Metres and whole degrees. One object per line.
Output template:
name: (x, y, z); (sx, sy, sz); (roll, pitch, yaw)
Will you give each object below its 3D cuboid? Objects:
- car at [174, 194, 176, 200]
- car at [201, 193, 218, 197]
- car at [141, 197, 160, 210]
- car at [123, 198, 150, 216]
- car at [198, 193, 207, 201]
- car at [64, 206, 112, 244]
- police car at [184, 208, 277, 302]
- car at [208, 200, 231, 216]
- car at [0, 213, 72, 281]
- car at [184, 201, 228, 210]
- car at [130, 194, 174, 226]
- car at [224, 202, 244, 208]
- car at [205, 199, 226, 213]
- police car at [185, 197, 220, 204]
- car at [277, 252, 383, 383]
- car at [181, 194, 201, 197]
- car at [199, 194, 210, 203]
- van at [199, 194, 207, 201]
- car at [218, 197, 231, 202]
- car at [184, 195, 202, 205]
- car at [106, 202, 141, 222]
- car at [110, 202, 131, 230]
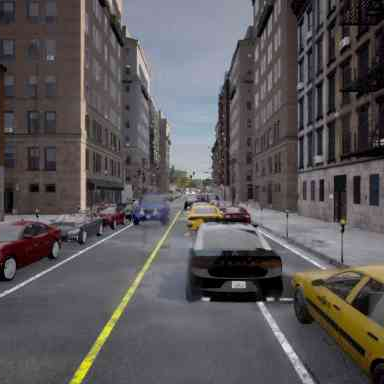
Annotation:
car: (-5.422, 1.300, 76.473); (2.192, 1.841, 5.009); (0, 0, 0)
car: (2.634, 1.308, 43.914); (2.192, 1.841, 5.009); (0, 0, 0)
car: (-5.391, 1.433, 43.913); (1.967, 1.590, 4.097); (0, 0, 0)
car: (-5.390, 1.436, 32.549); (1.967, 1.590, 4.097); (0, 0, 0)
car: (2.683, 1.296, 87.482); (2.192, 1.841, 5.009); (0, 0, 0)
car: (-5.390, 1.549, 15.502); (2.008, 1.369, 4.403); (0, 0, 0)
police car: (0.823, 1.425, 8.435); (1.930, 1.638, 5.238); (0, 0, 0)
car: (2.635, 1.540, 32.550); (1.887, 1.381, 4.507); (0, 0, 0)
car: (-5.390, 1.544, 9.820); (1.887, 1.381, 4.507); (0, 0, 0)
car: (0.716, 1.480, 18.353); (1.882, 1.535, 5.008); (0, 0, 2)
car: (-2.752, 1.218, 23.803); (2.150, 2.045, 5.566); (0, 0, 0)
car: (2.635, 1.542, 21.185); (1.887, 1.381, 4.507); (0, 0, 0)
car: (2.635, 1.545, 38.232); (2.008, 1.369, 4.403); (0, 0, 0)
police car: (0.707, 1.422, 24.407); (1.930, 1.638, 5.238); (0, 0, -2)
car: (2.635, 1.525, 4.308); (1.752, 1.417, 4.829); (0, 0, 0)
car: (0.339, 1.515, 51.777); (1.812, 1.442, 4.674); (0, 0, 23)
car: (2.697, 1.301, 70.970); (2.192, 1.841, 5.009); (0, 0, 0)
van: (2.688, 1.324, 81.978); (1.690, 1.788, 3.998); (0, 0, 0)
car: (2.635, 1.437, 26.868); (1.967, 1.590, 4.097); (0, 0, 0)
car: (0.009, 1.471, 42.463); (1.882, 1.535, 5.008); (0, 0, 0)
car: (-5.390, 1.563, 26.867); (1.947, 1.339, 4.313); (0, 0, 0)
car: (-5.390, 1.542, 21.185); (1.887, 1.381, 4.507); (0, 0, 0)
